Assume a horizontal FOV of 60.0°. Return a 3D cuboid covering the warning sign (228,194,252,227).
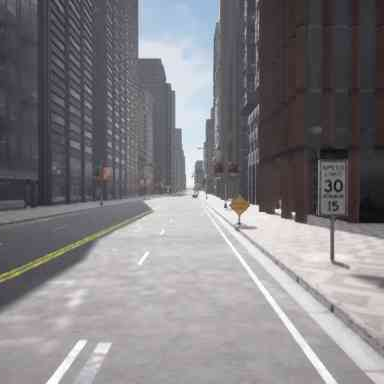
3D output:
[{"bbox_3d":[2.862,1.095,20.057,1.300,1.860,1.060,1,1,0],"label":"warning sign"}]
